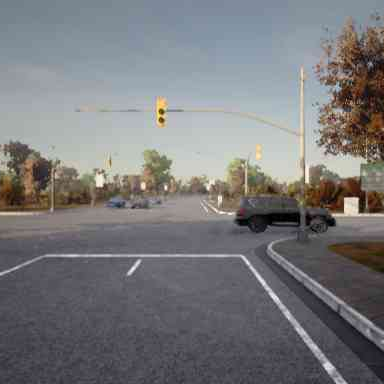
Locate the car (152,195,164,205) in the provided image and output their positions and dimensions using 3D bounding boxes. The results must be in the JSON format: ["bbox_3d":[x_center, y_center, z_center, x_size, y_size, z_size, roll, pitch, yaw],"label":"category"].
[{"bbox_3d":[-6.899,1.393,61.665,2.097,1.767,4.553,0,0,1],"label":"car"}]

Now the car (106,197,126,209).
[{"bbox_3d":[-10.474,1.508,45.894,1.882,1.535,5.008,0,0,0],"label":"car"}]

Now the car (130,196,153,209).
[{"bbox_3d":[-6.978,1.578,45.241,2.033,1.411,5.357,0,0,0],"label":"car"}]

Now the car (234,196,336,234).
[{"bbox_3d":[5.183,1.244,19.058,5.566,2.045,2.150,0,0,3],"label":"car"}]

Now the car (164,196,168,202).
[{"bbox_3d":[-6.789,1.564,76.701,1.812,1.442,4.674,0,0,0],"label":"car"}]

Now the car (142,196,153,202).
[{"bbox_3d":[-10.285,1.632,77.751,1.895,1.301,4.718,0,0,0],"label":"car"}]

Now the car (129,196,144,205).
[{"bbox_3d":[-10.387,1.546,62.606,1.837,1.490,4.892,0,0,1],"label":"car"}]
